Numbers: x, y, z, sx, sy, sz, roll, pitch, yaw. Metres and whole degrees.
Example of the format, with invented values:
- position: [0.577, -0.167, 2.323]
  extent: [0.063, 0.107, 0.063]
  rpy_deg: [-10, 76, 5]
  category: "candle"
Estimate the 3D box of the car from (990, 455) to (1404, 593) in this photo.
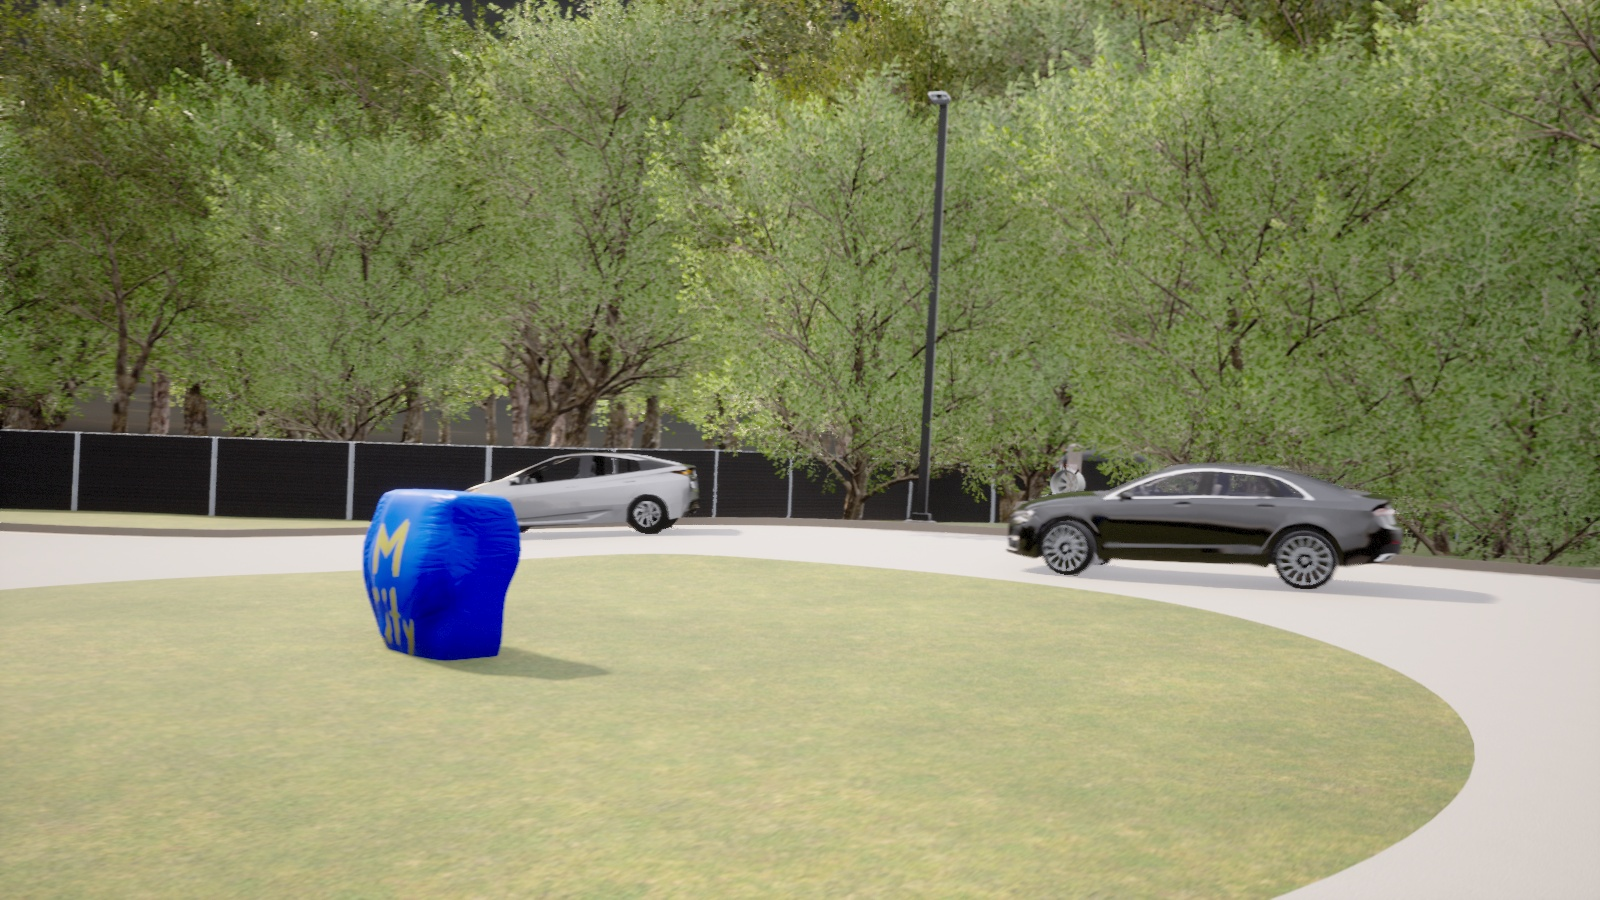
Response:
- position: [5.185, 0.857, 16.460]
  extent: [4.902, 1.511, 2.128]
  rpy_deg: [1, 0, 26]
  category: "car"

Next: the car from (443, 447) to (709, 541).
- position: [-4.075, 0.790, 23.406]
  extent: [4.514, 1.525, 2.007]
  rpy_deg: [-2, 0, 2]
  category: "car"
